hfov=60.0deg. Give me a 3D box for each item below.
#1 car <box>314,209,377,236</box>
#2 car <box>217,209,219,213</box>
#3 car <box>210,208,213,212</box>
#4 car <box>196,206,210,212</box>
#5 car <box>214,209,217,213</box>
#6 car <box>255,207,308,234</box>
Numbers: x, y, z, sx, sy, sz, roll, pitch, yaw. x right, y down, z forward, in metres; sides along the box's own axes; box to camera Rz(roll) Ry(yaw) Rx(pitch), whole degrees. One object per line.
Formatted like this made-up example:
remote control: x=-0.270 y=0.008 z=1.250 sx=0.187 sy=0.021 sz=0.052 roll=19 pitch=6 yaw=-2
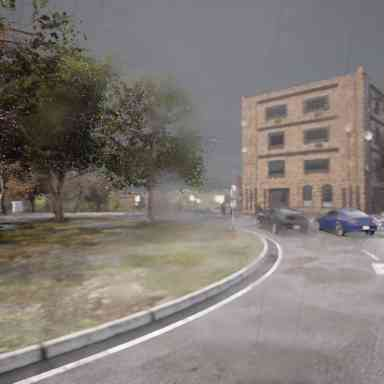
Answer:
car: x=8.770 y=1.684 z=19.306 sx=1.812 sy=1.442 sz=4.674 roll=0 pitch=-1 yaw=-3
car: x=5.540 y=5.403 z=93.092 sx=2.185 sy=1.767 sz=4.553 roll=-1 pitch=-4 yaw=8
car: x=2.579 y=4.004 z=71.170 sx=2.163 sy=1.488 sz=4.792 roll=-1 pitch=-4 yaw=8
car: x=1.861 y=3.629 z=65.734 sx=2.002 sy=1.452 sz=4.674 roll=1 pitch=-4 yaw=8
car: x=4.790 y=5.174 z=87.523 sx=2.002 sy=1.452 sz=4.674 roll=-1 pitch=-4 yaw=8
car: x=5.417 y=1.703 z=20.548 sx=1.837 sy=1.490 sz=4.892 roll=1 pitch=-1 yaw=-7
